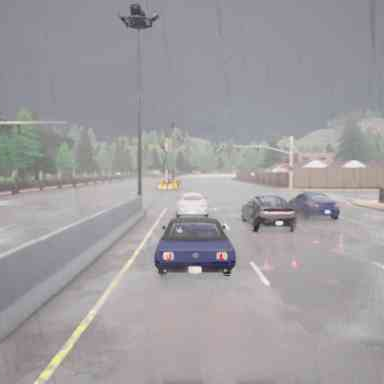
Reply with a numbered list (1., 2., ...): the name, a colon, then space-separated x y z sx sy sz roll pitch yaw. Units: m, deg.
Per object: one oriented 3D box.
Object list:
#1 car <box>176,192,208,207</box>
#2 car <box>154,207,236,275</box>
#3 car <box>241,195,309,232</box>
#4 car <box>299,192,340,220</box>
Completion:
1. car: 0.005 0.715 19.648 1.812 1.442 4.674 0 4 0
2. car: 0.055 1.370 9.692 1.895 1.301 4.718 0 3 0
3. car: 3.524 0.912 15.889 2.128 1.511 4.902 0 3 0
4. car: 7.005 0.728 19.518 1.812 1.442 4.674 0 3 0
